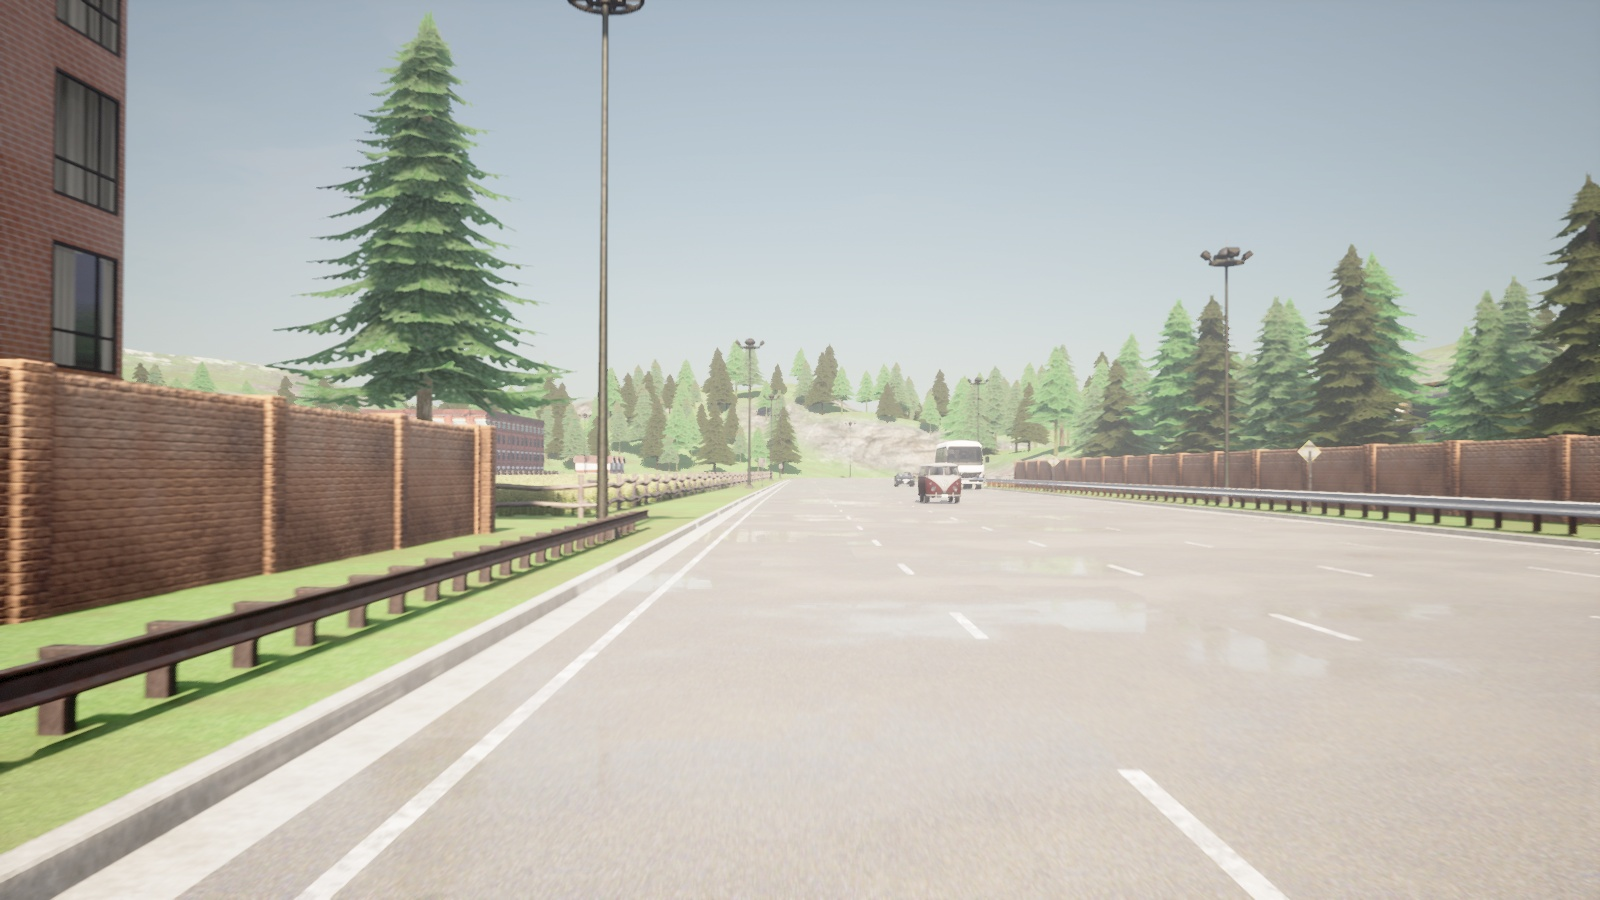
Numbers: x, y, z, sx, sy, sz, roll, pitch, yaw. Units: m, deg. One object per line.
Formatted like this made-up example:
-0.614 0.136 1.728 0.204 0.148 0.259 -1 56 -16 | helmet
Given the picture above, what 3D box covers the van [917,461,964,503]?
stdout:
6.851 1.572 61.661 1.775 1.987 4.442 0 -1 0 | van
